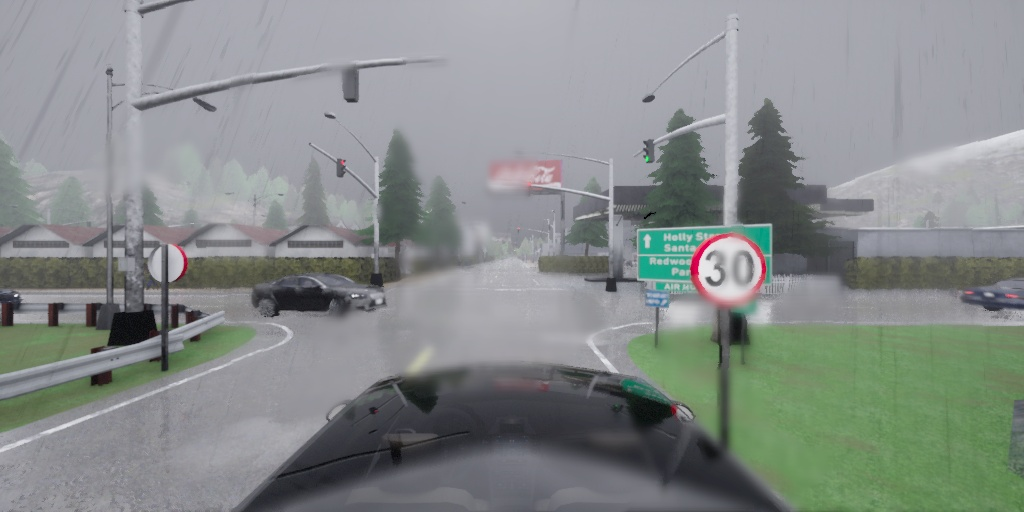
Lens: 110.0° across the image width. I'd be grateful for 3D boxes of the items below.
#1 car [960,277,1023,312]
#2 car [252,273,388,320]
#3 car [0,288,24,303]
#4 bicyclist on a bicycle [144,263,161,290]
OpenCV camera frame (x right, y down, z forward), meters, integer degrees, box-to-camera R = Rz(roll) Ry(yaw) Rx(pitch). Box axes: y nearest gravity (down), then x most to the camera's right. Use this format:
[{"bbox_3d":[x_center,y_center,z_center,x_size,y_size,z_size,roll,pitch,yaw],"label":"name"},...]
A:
[{"bbox_3d":[20.220,1.487,13.289,5.357,1.411,2.033,0,0,1],"label":"car"},{"bbox_3d":[-6.859,1.355,12.841,4.902,1.511,2.128,-2,-1,16],"label":"car"},{"bbox_3d":[-22.563,1.487,13.850,5.357,1.411,2.033,0,0,1],"label":"car"},{"bbox_3d":[-21.674,1.240,21.323,0.582,1.620,1.656,0,0,1],"label":"bicyclist on a bicycle"}]
